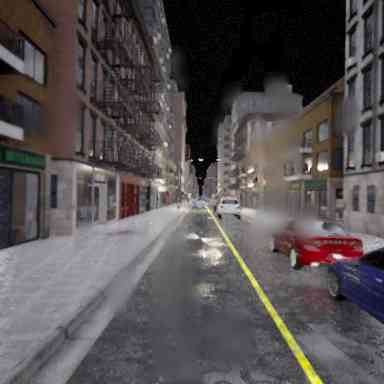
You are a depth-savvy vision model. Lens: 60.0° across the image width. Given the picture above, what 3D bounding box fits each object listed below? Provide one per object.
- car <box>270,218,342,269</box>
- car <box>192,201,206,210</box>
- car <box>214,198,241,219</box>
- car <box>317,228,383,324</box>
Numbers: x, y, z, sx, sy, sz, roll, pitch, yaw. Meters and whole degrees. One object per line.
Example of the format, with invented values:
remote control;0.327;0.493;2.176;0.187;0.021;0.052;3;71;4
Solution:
car;4.104;1.657;11.755;1.882;1.535;5.008;1;-1;1
car;1.139;2.104;52.467;1.812;1.442;4.674;1;-1;1
car;3.764;1.637;34.584;2.150;2.045;5.566;1;-1;2
car;3.964;1.647;5.756;1.812;1.442;4.674;1;-1;1
